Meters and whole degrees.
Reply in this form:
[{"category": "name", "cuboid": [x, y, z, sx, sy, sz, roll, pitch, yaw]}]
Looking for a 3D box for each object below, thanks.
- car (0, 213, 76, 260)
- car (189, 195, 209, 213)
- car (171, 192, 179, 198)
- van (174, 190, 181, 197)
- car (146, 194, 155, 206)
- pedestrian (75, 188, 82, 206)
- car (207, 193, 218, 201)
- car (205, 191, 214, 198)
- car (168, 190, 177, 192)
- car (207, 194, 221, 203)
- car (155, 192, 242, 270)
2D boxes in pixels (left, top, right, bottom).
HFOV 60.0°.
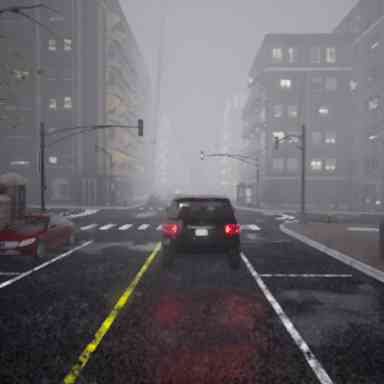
[{"category": "car", "cuboid": [-5.491, 1.448, 11.797, 1.802, 1.307, 4.206, 0, 1, 1]}, {"category": "car", "cuboid": [0.678, 1.130, 33.323, 1.882, 1.535, 5.008, 0, 1, 1]}, {"category": "car", "cuboid": [-4.243, 0.652, 83.493, 1.752, 1.417, 4.829, 0, 1, 1]}, {"category": "van", "cuboid": [-4.043, 0.349, 94.937, 1.690, 1.788, 3.998, 0, 1, 1]}, {"category": "car", "cuboid": [-4.927, 0.971, 44.200, 1.967, 1.590, 4.097, 0, 1, 1]}, {"category": "pedestrian", "cuboid": [-12.101, 0.514, 35.311, 0.375, 1.860, 0.375, 0, 0, 0]}, {"category": "car", "cuboid": [3.747, 0.917, 60.961, 1.887, 1.381, 4.507, 0, 1, 1]}, {"category": "car", "cuboid": [4.041, 0.639, 77.874, 1.967, 1.590, 4.097, 0, 1, 1]}, {"category": "car", "cuboid": [-4.437, 0.556, 72.386, 2.192, 1.841, 5.009, 0, 1, 1]}, {"category": "car", "cuboid": [3.648, 0.981, 55.325, 2.008, 1.369, 4.403, 0, 1, 1]}, {"category": "car", "cuboid": [0.281, 1.101, 10.841, 2.150, 2.045, 5.566, 0, 0, 1]}]
